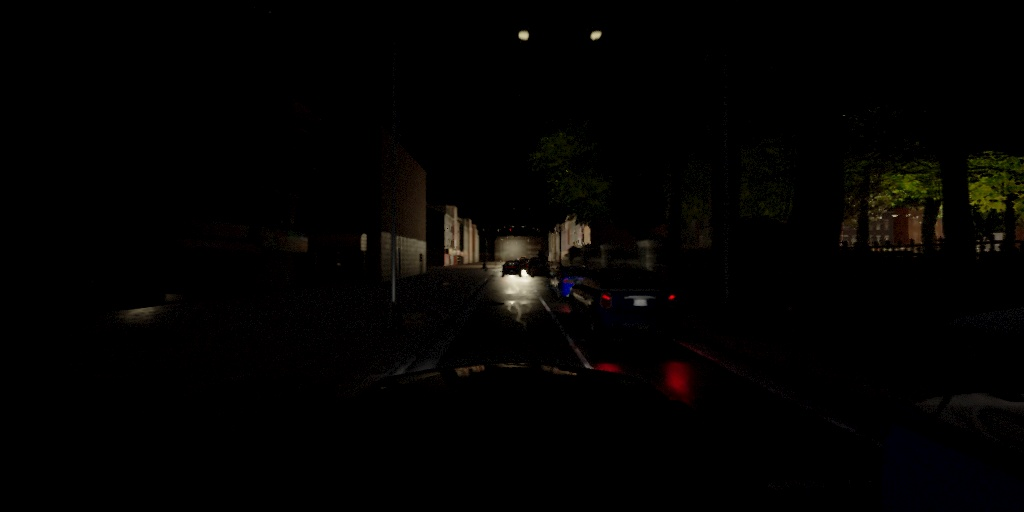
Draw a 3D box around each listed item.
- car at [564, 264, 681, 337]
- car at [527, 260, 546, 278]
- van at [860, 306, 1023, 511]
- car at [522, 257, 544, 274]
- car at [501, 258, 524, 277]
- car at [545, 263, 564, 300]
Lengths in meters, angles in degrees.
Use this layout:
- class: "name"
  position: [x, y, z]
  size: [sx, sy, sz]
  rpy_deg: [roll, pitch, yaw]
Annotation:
- class: "car"
  position: [2.974, 1.096, 10.442]
  size: [2.097, 1.767, 4.553]
  rpy_deg: [0, 0, 0]
- class: "car"
  position: [2.569, 1.331, 32.889]
  size: [1.802, 1.307, 4.207]
  rpy_deg: [0, 0, 0]
- class: "van"
  position: [2.651, 1.090, 0.194]
  size: [1.690, 1.789, 3.998]
  rpy_deg: [0, 0, 0]
- class: "car"
  position: [2.556, 1.069, 38.338]
  size: [2.192, 1.841, 5.009]
  rpy_deg: [0, 0, 0]
- class: "car"
  position: [-0.019, 1.231, 35.158]
  size: [1.882, 1.535, 5.008]
  rpy_deg: [0, 0, 0]
- class: "car"
  position: [2.965, 1.219, 17.517]
  size: [1.882, 1.535, 5.008]
  rpy_deg: [0, 0, -1]
